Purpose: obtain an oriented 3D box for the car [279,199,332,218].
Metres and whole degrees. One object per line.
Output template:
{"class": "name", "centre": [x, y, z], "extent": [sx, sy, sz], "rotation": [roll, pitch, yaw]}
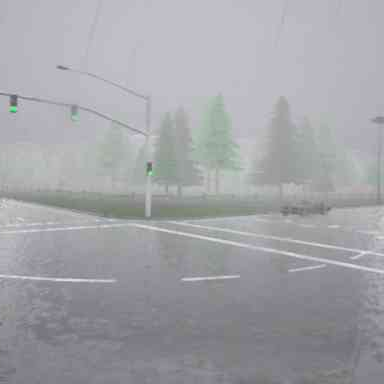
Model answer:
{"class": "car", "centre": [8.738, 1.226, 25.544], "extent": [4.718, 1.301, 1.895], "rotation": [0, 2, -41]}
